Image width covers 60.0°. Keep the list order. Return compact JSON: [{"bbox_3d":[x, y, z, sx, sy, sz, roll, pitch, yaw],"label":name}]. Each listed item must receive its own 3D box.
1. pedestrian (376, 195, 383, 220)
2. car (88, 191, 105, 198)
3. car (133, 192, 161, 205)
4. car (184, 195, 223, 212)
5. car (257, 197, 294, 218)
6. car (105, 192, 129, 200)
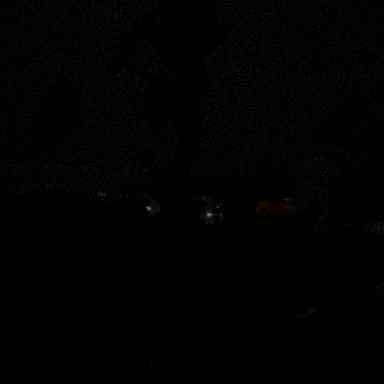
[{"bbox_3d":[13.816,1.101,24.365,0.375,1.860,0.375,2,-1,-36],"label":"pedestrian"},{"bbox_3d":[-18.212,0.451,63.820,2.033,1.411,5.357,1,1,-36],"label":"car"},{"bbox_3d":[-5.641,0.832,41.257,1.837,1.490,4.892,1,0,-36],"label":"car"},{"bbox_3d":[0.974,1.051,32.024,1.812,1.442,4.674,1,1,-36],"label":"car"},{"bbox_3d":[6.877,1.183,23.786,1.882,1.535,5.008,1,1,-36],"label":"car"},{"bbox_3d":[-12.340,0.678,55.627,1.895,1.301,4.718,1,1,-36],"label":"car"}]
